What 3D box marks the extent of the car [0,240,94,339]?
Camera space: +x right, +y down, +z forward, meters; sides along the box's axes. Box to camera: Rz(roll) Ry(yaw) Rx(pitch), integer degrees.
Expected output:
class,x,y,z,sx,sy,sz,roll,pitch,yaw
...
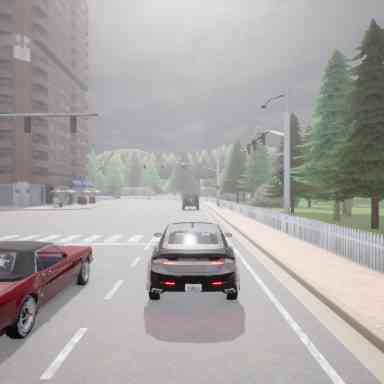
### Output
class,x,y,z,sx,sy,sz,roll,pitch,yaw
car,-3.449,1.601,6.502,1.895,1.301,4.718,0,0,0

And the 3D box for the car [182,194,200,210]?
class,x,y,z,sx,sy,sz,roll,pitch,yaw
car,-0.173,1.221,43.797,2.150,2.045,5.566,0,0,-1

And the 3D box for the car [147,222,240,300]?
class,x,y,z,sx,sy,sz,roll,pitch,yaw
car,0.024,1.492,8.350,2.128,1.511,4.902,0,0,0
